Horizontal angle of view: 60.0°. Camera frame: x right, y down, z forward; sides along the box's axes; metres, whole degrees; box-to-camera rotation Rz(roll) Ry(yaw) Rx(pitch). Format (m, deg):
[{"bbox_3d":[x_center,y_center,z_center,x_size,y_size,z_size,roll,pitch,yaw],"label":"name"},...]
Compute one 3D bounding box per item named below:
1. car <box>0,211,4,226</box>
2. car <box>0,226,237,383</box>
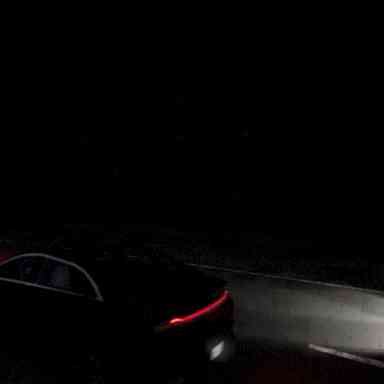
[{"bbox_3d":[-10.276,1.157,13.745,5.566,2.045,2.150,0,0,27],"label":"car"},{"bbox_3d":[-1.750,1.471,4.892,4.902,1.511,2.128,0,0,33],"label":"car"}]
